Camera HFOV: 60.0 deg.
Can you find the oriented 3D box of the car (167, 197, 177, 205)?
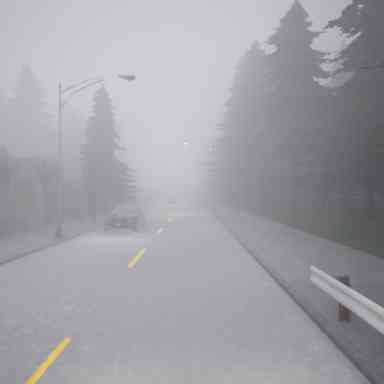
[{"bbox_3d":[-3.845,1.755,65.827,2.033,1.411,5.357,1,-1,0],"label":"car"}]

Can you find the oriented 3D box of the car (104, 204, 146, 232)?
[{"bbox_3d":[-4.060,1.537,20.734,1.882,1.535,5.008,0,0,0],"label":"car"}]
